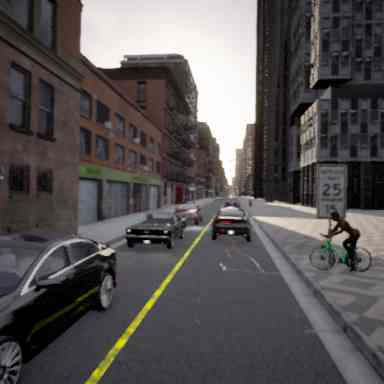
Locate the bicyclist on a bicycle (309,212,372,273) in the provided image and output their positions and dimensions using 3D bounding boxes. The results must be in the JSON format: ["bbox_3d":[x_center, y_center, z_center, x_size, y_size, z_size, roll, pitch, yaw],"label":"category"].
[{"bbox_3d":[4.093,1.382,9.160,1.656,1.620,0.582,1,0,7],"label":"bicyclist on a bicycle"}]

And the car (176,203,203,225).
[{"bbox_3d":[-0.231,1.551,24.839,1.812,1.442,4.674,1,0,7],"label":"car"}]

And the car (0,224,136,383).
[{"bbox_3d":[-2.642,1.452,4.999,2.128,1.511,4.902,1,0,7],"label":"car"}]

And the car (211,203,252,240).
[{"bbox_3d":[2.066,1.561,17.360,1.837,1.490,4.892,1,0,7],"label":"car"}]

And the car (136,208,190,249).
[{"bbox_3d":[-1.455,1.594,14.850,1.895,1.301,4.718,1,0,7],"label":"car"}]

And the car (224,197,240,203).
[{"bbox_3d":[5.478,1.499,45.488,2.097,1.767,4.553,1,0,7],"label":"car"}]
